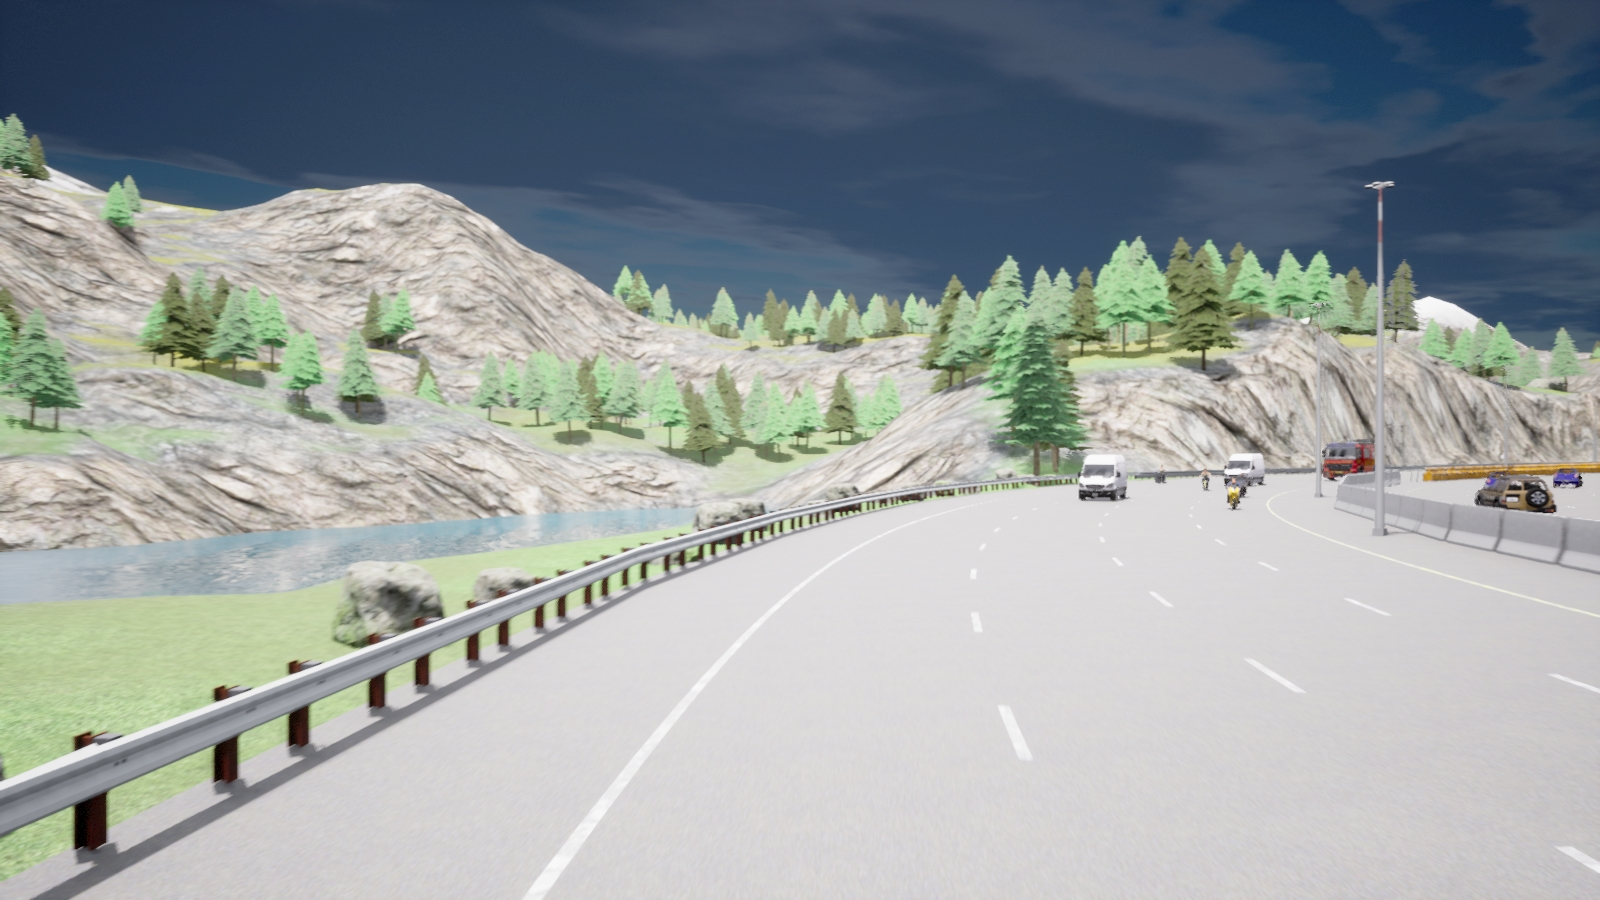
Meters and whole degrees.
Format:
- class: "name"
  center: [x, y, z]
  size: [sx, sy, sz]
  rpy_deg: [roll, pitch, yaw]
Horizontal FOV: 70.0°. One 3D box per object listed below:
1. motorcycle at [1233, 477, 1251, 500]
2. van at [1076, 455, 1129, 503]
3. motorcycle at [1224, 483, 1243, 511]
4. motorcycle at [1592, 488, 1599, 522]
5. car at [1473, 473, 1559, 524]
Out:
- class: "motorcycle"
  center: [26.083, 2.248, 67.421]
  size: [0.867, 1.251, 2.209]
  rpy_deg: [0, 0, 25]
- class: "van"
  center: [17.110, 1.562, 64.467]
  size: [1.988, 2.561, 5.915]
  rpy_deg: [0, 0, 23]
- class: "motorcycle"
  center: [20.359, 2.210, 53.652]
  size: [0.803, 1.217, 2.033]
  rpy_deg: [0, 0, 20]
- class: "motorcycle"
  center: [32.065, 2.199, 45.097]
  size: [0.764, 1.325, 2.356]
  rpy_deg: [0, 0, 21]
- class: "car"
  center: [28.864, 1.911, 46.224]
  size: [1.932, 1.855, 4.605]
  rpy_deg: [0, 0, 19]
